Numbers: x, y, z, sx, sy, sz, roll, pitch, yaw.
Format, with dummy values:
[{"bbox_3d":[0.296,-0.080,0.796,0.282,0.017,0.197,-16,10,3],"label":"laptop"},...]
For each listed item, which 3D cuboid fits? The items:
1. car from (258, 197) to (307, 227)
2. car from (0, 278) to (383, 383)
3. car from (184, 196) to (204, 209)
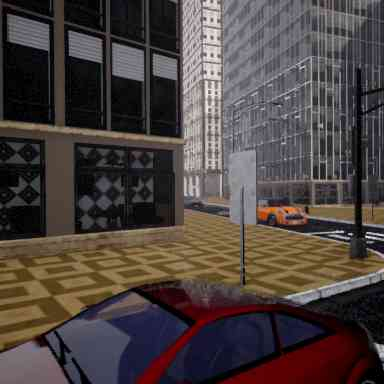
[{"bbox_3d":[5.310,1.173,21.512,2.097,1.767,4.553,-1,1,-19],"label":"car"},{"bbox_3d":[-0.195,1.563,2.832,4.181,1.385,1.994,0,0,-35],"label":"car"},{"bbox_3d":[-0.346,1.121,38.339,2.033,1.411,5.357,-1,1,-19],"label":"car"}]
